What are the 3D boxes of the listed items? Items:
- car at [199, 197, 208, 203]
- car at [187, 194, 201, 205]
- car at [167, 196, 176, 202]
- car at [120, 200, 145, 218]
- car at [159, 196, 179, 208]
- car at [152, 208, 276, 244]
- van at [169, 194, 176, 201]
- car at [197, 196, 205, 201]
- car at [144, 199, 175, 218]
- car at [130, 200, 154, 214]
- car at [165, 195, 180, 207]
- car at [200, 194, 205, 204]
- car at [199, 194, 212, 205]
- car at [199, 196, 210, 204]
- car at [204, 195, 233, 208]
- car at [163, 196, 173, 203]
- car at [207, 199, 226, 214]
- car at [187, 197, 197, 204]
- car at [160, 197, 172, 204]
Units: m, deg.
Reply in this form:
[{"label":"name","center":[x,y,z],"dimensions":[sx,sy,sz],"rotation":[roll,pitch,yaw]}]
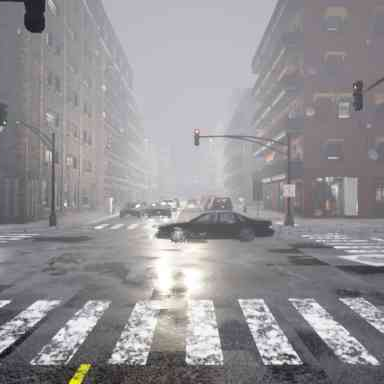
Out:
[{"label":"car","center":[2.538,1.728,74.702],"dimensions":[1.802,1.307,4.206],"rotation":[1,0,0]},{"label":"car","center":[0.070,1.565,60.181],"dimensions":[2.128,1.511,4.902],"rotation":[0,0,0]},{"label":"car","center":[-5.348,1.764,85.793],"dimensions":[2.008,1.369,4.403],"rotation":[1,0,0]},{"label":"car","center":[-5.314,1.577,30.169],"dimensions":[1.947,1.339,4.313],"rotation":[1,0,0]},{"label":"car","center":[-2.847,1.545,40.294],"dimensions":[1.812,1.442,4.674],"rotation":[0,0,0]},{"label":"car","center":[1.045,1.580,15.384],"dimensions":[5.357,1.411,2.033],"rotation":[0,-1,0]},{"label":"van","center":[-5.347,1.588,91.358],"dimensions":[1.690,1.788,3.998],"rotation":[1,0,0]},{"label":"car","center":[2.530,1.813,91.393],"dimensions":[1.947,1.339,4.313],"rotation":[1,0,0]},{"label":"car","center":[-2.858,1.575,30.404],"dimensions":[1.994,1.385,4.181],"rotation":[0,0,0]},{"label":"car","center":[-5.317,1.580,35.731],"dimensions":[1.947,1.339,4.313],"rotation":[1,0,0]},{"label":"car","center":[-2.784,1.565,50.495],"dimensions":[1.812,1.442,4.674],"rotation":[0,0,0]},{"label":"car","center":[2.563,1.336,41.344],"dimensions":[2.192,1.841,5.009],"rotation":[1,0,0]},{"label":"car","center":[2.548,1.402,63.578],"dimensions":[2.192,1.841,5.009],"rotation":[1,0,0]},{"label":"car","center":[2.543,1.556,69.142],"dimensions":[1.967,1.590,4.097],"rotation":[1,0,0]},{"label":"car","center":[2.570,1.326,30.220],"dimensions":[2.192,1.841,5.009],"rotation":[1,0,0]},{"label":"car","center":[-5.341,1.671,74.494],"dimensions":[1.752,1.417,4.829],"rotation":[1,0,0]},{"label":"car","center":[2.563,1.540,35.949],"dimensions":[1.752,1.417,4.829],"rotation":[1,0,0]},{"label":"car","center":[0.027,1.685,70.415],"dimensions":[1.994,1.385,4.181],"rotation":[0,0,0]},{"label":"car","center":[-5.338,1.667,69.102],"dimensions":[2.008,1.369,4.403],"rotation":[1,0,0]}]
